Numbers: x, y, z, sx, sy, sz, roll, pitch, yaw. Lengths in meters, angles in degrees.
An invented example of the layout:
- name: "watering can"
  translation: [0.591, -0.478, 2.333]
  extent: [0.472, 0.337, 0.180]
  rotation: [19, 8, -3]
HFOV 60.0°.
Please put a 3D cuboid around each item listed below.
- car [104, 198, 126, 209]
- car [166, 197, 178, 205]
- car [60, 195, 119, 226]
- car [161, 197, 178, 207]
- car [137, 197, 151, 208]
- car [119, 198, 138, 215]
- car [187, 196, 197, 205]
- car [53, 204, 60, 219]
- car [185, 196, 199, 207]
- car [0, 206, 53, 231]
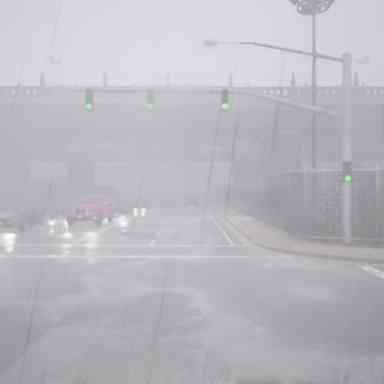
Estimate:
- name: "car"
  translation: [-10.558, 1.525, 45.647]
  extent: [1.994, 1.385, 4.181]
  rotation: [0, 0, 1]
- name: "car"
  translation: [-3.518, 1.548, 59.899]
  extent: [1.895, 1.301, 4.718]
  rotation: [0, 0, 0]
- name: "car"
  translation: [-7.100, 1.215, 23.826]
  extent: [2.150, 2.045, 5.566]
  rotation: [0, 0, 0]
- name: "car"
  translation: [-3.515, 1.524, 49.877]
  extent: [1.994, 1.385, 4.181]
  rotation: [0, 0, 0]
- name: "car"
  translation: [-7.057, 1.453, 47.426]
  extent: [2.128, 1.511, 4.902]
  rotation: [0, 0, 0]
- name: "car"
  translation: [-7.086, 1.581, 33.594]
  extent: [1.895, 1.301, 4.718]
  rotation: [0, 0, 0]
- name: "car"
  translation: [-0.018, 1.454, 59.870]
  extent: [1.837, 1.490, 4.892]
  rotation: [0, 0, 0]
- name: "car"
  translation: [-10.598, 1.548, 28.777]
  extent: [1.994, 1.385, 4.181]
  rotation: [0, 0, 0]
- name: "car"
  translation: [-0.015, 1.441, 49.514]
  extent: [1.882, 1.535, 5.008]
  rotation: [0, 0, 0]
- name: "car"
  translation: [-10.596, 1.559, 20.436]
  extent: [1.994, 1.385, 4.181]
  rotation: [0, 0, 0]
